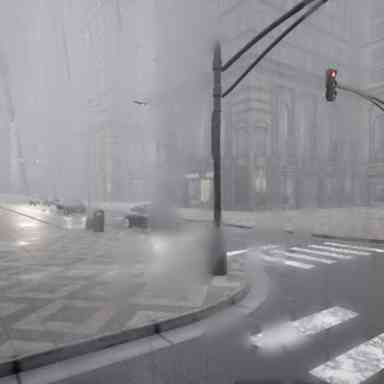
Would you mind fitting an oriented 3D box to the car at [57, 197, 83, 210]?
[{"bbox_3d":[-16.317,1.488,44.318,2.033,1.411,5.357,0,0,-35],"label":"car"}]

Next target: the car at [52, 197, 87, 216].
[{"bbox_3d":[-11.932,1.452,32.751,1.882,1.535,5.008,0,0,-35],"label":"car"}]

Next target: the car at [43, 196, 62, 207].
[{"bbox_3d":[-21.957,1.445,52.133,1.812,1.442,4.674,0,0,-35],"label":"car"}]

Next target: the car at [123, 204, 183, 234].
[{"bbox_3d":[-2.369,1.497,19.324,1.837,1.490,4.892,0,0,-36],"label":"car"}]

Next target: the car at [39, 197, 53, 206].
[{"bbox_3d":[-21.014,1.183,45.642,2.128,1.511,4.902,0,0,-35],"label":"car"}]
